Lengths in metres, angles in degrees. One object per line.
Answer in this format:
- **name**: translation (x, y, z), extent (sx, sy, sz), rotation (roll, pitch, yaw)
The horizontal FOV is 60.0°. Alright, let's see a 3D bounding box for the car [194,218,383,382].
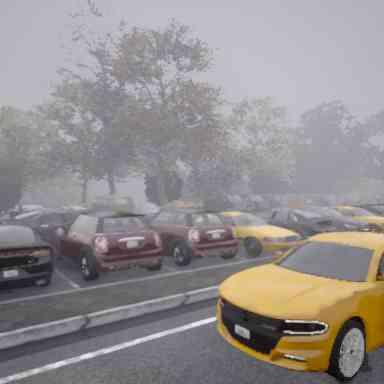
- **car**: translation (2.657, 1.451, 5.581), extent (5.008, 1.535, 1.882), rotation (0, 0, -36)

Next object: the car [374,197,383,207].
- **car**: translation (30.492, 1.546, 49.711), extent (1.946, 1.575, 5.366), rotation (1, 0, -35)

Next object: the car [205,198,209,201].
- **car**: translation (-1.211, 1.456, 27.390), extent (2.097, 1.535, 5.008), rotation (0, 0, -35)

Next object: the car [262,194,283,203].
- **car**: translation (5.576, 1.196, 32.188), extent (2.435, 2.045, 5.566), rotation (0, 0, -35)

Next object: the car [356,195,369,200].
- **car**: translation (18.980, 1.480, 41.789), extent (2.163, 1.488, 4.792), rotation (0, 0, -35)

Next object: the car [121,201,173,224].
- **car**: translation (-3.575, 1.499, 25.719), extent (2.002, 1.452, 4.674), rotation (0, 0, -35)

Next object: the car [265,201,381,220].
- **car**: translation (6.279, 1.458, 16.681), extent (2.231, 1.521, 4.892), rotation (0, 0, -35)

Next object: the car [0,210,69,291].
- **car**: translation (-5.027, 1.472, 8.627), extent (2.097, 1.535, 5.008), rotation (0, 0, -35)

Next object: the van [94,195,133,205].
- **van**: translation (-5.899, 1.236, 24.206), extent (1.878, 1.987, 4.442), rotation (0, 0, -35)

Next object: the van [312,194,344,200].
- **van**: translation (14.666, 1.212, 38.553), extent (1.878, 1.987, 4.442), rotation (0, 0, -36)

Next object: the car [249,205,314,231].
- **car**: translation (1.865, 1.460, 13.307), extent (1.946, 1.575, 5.366), rotation (0, 0, -35)

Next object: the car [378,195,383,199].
- **car**: translation (23.630, 1.515, 45.025), extent (2.163, 1.488, 4.792), rotation (1, 0, -35)

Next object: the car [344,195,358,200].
- **car**: translation (16.829, 1.471, 40.259), extent (2.163, 1.488, 4.792), rotation (0, 0, -35)

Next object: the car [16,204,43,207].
- **car**: translation (-10.241, 1.467, 20.969), extent (2.097, 1.535, 5.008), rotation (0, 0, -35)

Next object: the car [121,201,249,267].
- **car**: translation (-0.487, 1.340, 11.824), extent (2.185, 1.767, 4.553), rotation (0, 0, -35)

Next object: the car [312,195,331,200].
- **car**: translation (12.329, 1.438, 37.031), extent (2.097, 1.535, 5.008), rotation (0, 0, -35)

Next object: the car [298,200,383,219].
- **car**: translation (8.652, 1.451, 18.133), extent (1.946, 1.575, 5.366), rotation (0, 0, -35)

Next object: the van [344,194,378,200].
- **van**: translation (21.188, 1.239, 43.467), extent (1.878, 1.987, 4.442), rotation (0, 0, -35)

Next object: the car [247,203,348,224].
- **car**: translation (4.024, 1.461, 15.062), extent (2.231, 1.521, 4.892), rotation (0, 0, -35)

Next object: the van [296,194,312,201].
- **van**: translation (10.007, 1.215, 35.516), extent (1.878, 1.987, 4.442), rotation (0, 0, -35)

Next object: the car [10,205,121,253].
- **car**: translation (-5.308, 1.485, 13.878), extent (4.892, 1.490, 1.837), rotation (0, 1, -35)

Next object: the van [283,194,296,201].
- **van**: translation (7.885, 1.218, 33.721), extent (1.878, 1.987, 4.442), rotation (0, 0, -35)

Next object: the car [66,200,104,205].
- **car**: translation (-7.985, 1.505, 22.578), extent (2.002, 1.452, 4.674), rotation (0, 0, -35)

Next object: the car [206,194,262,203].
- **car**: translation (3.318, 1.199, 30.583), extent (2.435, 2.045, 5.566), rotation (0, 0, -35)
